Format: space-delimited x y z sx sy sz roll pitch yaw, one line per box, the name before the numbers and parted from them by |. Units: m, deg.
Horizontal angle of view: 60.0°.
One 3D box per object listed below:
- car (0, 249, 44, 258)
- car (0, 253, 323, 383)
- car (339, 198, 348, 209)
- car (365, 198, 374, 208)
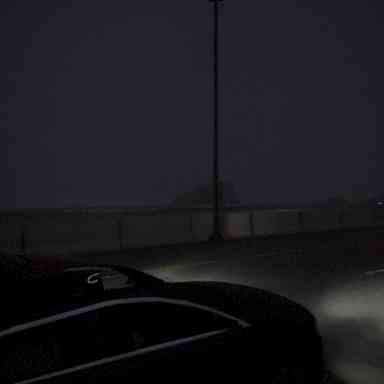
car | -3.916 1.466 5.169 5.008 1.535 1.882 0 0 -35
car | -0.768 1.485 3.096 4.902 1.511 2.128 0 0 -35
car | 20.140 1.414 38.889 5.008 1.535 1.882 0 0 -23
car | 20.971 1.163 35.467 5.566 2.045 2.150 0 0 -23
